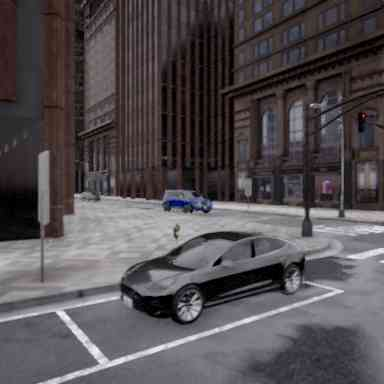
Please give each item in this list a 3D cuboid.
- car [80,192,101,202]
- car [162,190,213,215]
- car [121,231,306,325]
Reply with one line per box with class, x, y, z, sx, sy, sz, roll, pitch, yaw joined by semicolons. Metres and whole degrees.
car;-15.192;0.727;49.729;1.837;1.490;4.892;0;1;-36
car;-0.532;0.853;29.401;2.150;2.045;5.566;0;1;-36
car;0.653;1.555;7.113;4.313;1.339;1.947;0;0;-36
